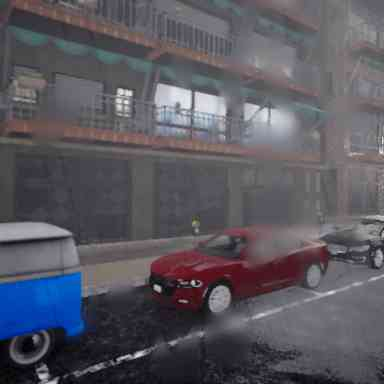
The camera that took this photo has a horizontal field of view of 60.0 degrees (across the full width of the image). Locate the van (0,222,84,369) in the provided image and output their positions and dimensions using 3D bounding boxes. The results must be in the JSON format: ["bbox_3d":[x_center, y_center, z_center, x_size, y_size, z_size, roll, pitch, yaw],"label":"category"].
[{"bbox_3d":[-3.413,1.345,4.108,3.998,1.788,1.690,0,1,-35],"label":"van"}]

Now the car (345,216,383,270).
[{"bbox_3d":[5.821,1.471,10.698,4.403,1.369,2.008,-1,1,-35],"label":"car"}]

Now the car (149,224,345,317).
[{"bbox_3d":[1.203,1.507,7.404,4.507,1.381,1.887,-1,1,-35],"label":"car"}]
